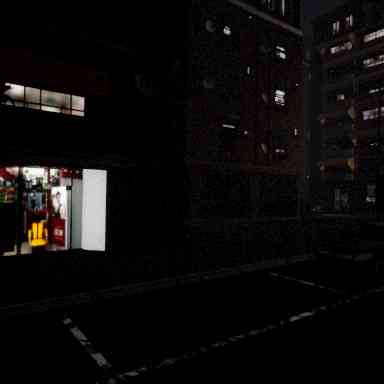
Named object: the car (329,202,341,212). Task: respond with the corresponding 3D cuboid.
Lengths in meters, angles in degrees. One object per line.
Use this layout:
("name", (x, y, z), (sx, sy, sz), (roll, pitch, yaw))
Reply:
("car", (15.508, 1.708, 40.460), (1.752, 1.417, 4.829), (1, -1, -35))

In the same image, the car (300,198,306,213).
("car", (9.164, 1.328, 35.792), (2.192, 1.841, 5.009), (1, -1, -35))

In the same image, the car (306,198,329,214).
("car", (11.945, 1.413, 36.126), (2.097, 1.767, 4.553), (2, -1, -35))

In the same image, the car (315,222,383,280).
("car", (5.469, 1.588, 9.929), (4.206, 1.307, 1.802), (0, 1, -35))
